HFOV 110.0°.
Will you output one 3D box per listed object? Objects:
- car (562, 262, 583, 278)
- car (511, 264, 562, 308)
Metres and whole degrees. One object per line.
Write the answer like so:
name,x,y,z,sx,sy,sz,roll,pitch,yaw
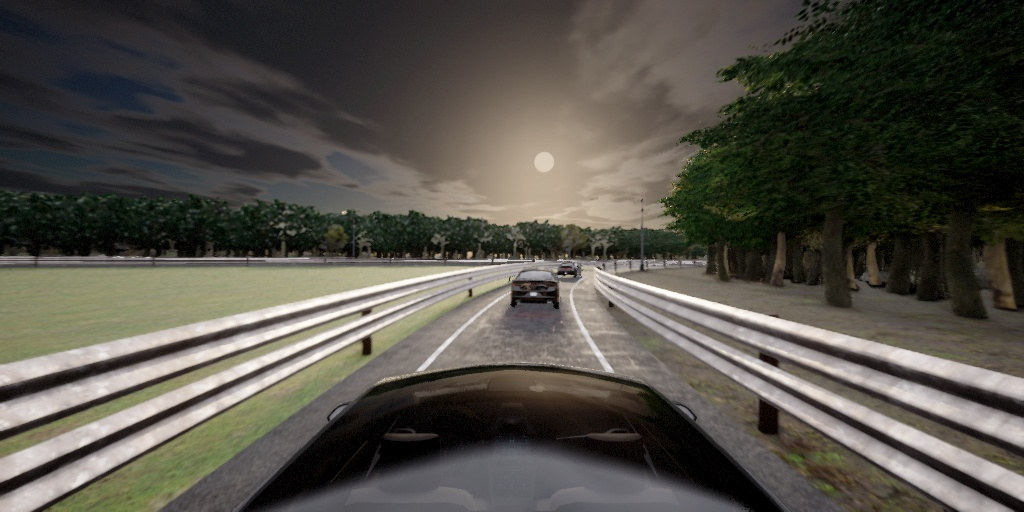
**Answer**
car,5.724,1.327,35.235,1.837,1.490,4.892,0,0,19
car,1.121,1.244,15.557,1.882,1.535,5.008,0,0,8
